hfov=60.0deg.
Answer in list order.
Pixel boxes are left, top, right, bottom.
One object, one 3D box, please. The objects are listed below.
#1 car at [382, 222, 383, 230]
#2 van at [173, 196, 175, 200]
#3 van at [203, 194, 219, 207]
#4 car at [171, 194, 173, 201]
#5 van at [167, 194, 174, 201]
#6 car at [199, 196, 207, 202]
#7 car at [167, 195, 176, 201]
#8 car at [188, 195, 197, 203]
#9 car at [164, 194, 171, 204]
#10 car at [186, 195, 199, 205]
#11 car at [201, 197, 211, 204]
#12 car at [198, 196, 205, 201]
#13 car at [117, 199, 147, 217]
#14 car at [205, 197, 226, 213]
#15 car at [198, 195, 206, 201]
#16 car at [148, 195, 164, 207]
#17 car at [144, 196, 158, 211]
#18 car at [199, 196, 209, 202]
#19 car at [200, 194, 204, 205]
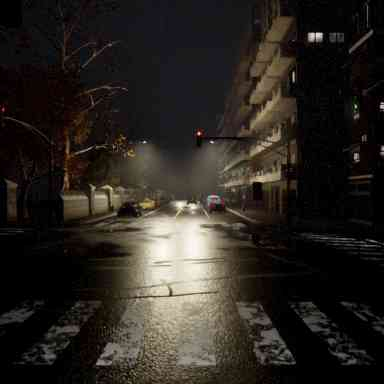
[{"bbox_3d":[13.468,1.604,18.561,5.009,1.841,2.192,1,-1,-1],"label":"car"},{"bbox_3d":[-5.682,1.432,81.556,1.690,1.788,3.998,0,0,0],"label":"van"},{"bbox_3d":[2.697,1.366,42.145,1.690,1.788,3.998,0,0,0],"label":"van"},{"bbox_3d":[-5.682,1.508,70.295,1.967,1.590,4.097,0,0,0],"label":"car"},{"bbox_3d":[-5.682,1.445,87.185,1.690,1.788,3.998,0,0,0],"label":"van"},{"bbox_3d":[2.697,1.635,81.555,1.887,1.381,4.507,0,0,0],"label":"car"},{"bbox_3d":[-5.682,1.669,92.815,2.008,1.369,4.403,0,0,0],"label":"car"},{"bbox_3d":[0.006,1.444,70.019,1.837,1.490,4.892,0,0,0],"label":"car"},{"bbox_3d":[-5.683,1.498,64.666,1.967,1.590,4.097,0,0,0],"label":"car"},{"bbox_3d":[0.004,1.597,59.600,2.033,1.411,5.357,0,0,0],"label":"car"},{"bbox_3d":[2.697,1.602,64.665,1.887,1.381,4.507,0,0,0],"label":"car"},{"bbox_3d":[2.698,1.700,92.816,1.802,1.307,4.206,0,0,0],"label":"car"},{"bbox_3d":[-5.685,1.580,30.884,1.947,1.339,4.313,0,0,0],"label":"car"},{"bbox_3d":[2.696,1.564,36.514,1.887,1.381,4.507,0,0,0],"label":"car"},{"bbox_3d":[2.698,1.544,87.185,1.967,1.590,4.097,0,0,0],"label":"car"},{"bbox_3d":[-5.684,1.347,47.775,2.192,1.841,5.009,0,0,0],"label":"car"},{"bbox_3d":[-5.684,1.550,41.975,1.752,1.417,4.829,0,0,0],"label":"car"},{"bbox_3d":[2.697,1.629,75.925,2.008,1.369,4.403,0,0,0],"label":"car"},{"bbox_3d":[2.697,1.480,53.405,1.967,1.590,4.097,0,0,0],"label":"car"}]
